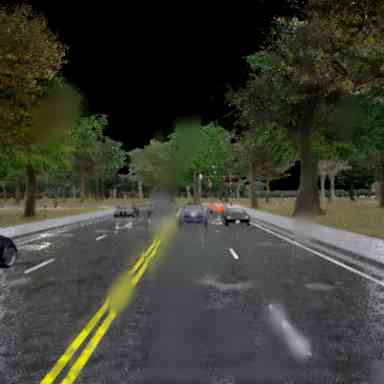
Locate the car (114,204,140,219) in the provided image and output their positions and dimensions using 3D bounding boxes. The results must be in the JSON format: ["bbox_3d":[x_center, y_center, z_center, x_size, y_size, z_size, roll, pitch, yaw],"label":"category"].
[{"bbox_3d":[-6.554,1.914,33.685,1.994,1.385,4.181,0,-1,1],"label":"car"}]

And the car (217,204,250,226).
[{"bbox_3d":[3.293,1.877,26.110,1.895,1.301,4.718,0,-1,0],"label":"car"}]

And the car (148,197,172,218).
[{"bbox_3d":[-3.289,1.587,35.018,2.150,2.045,5.566,0,-1,0],"label":"car"}]

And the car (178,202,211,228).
[{"bbox_3d":[0.085,1.616,24.893,2.097,1.767,4.553,0,-1,0],"label":"car"}]

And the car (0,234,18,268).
[{"bbox_3d":[-6.598,1.666,9.011,1.994,1.385,4.181,0,-1,0],"label":"car"}]

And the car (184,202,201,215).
[{"bbox_3d":[0.078,1.968,41.735,2.033,1.411,5.357,0,0,0],"label":"car"}]

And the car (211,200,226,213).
[{"bbox_3d":[3.315,1.783,43.095,2.097,1.767,4.553,0,-1,0],"label":"car"}]
